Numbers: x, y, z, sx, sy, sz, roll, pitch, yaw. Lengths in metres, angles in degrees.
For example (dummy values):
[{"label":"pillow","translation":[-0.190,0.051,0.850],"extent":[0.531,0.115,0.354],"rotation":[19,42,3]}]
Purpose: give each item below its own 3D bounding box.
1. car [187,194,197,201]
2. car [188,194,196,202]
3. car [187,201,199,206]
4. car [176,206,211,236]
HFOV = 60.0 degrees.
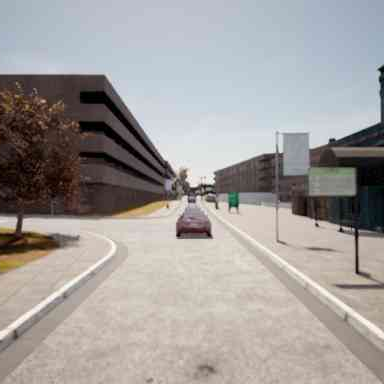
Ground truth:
[{"label":"car","translation":[-0.013,1.853,74.199],"extent":[1.837,1.490,4.892],"rotation":[0,0,0]},{"label":"car","translation":[-0.015,1.429,84.663],"extent":[2.150,2.045,5.566],"rotation":[0,-1,0]},{"label":"car","translation":[0.092,2.035,37.643],"extent":[2.033,1.411,5.357],"rotation":[0,0,0]},{"label":"car","translation":[0.097,1.771,19.799],"extent":[1.994,1.385,4.181],"rotation":[0,-1,0]}]
